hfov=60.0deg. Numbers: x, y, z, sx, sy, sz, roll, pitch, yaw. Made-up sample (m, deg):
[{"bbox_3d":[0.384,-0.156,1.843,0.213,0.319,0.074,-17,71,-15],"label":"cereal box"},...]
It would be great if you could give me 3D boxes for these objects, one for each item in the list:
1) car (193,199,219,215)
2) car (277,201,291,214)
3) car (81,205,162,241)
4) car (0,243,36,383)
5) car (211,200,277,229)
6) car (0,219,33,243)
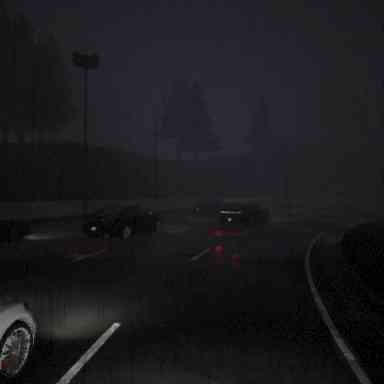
[{"bbox_3d":[2.002,1.352,31.288,1.812,1.442,4.674,0,0,40],"label":"car"},{"bbox_3d":[7.525,1.458,31.780,4.718,1.301,1.895,0,0,-44],"label":"car"},{"bbox_3d":[-3.172,1.361,16.136,1.882,1.535,5.008,0,0,22],"label":"car"},{"bbox_3d":[-3.053,1.492,2.412,1.812,1.442,4.674,0,0,4],"label":"car"},{"bbox_3d":[3.455,1.386,21.256,2.128,1.511,4.902,0,0,32],"label":"car"},{"bbox_3d":[-8.545,1.420,12.338,2.033,1.411,5.357,0,0,16],"label":"car"}]
